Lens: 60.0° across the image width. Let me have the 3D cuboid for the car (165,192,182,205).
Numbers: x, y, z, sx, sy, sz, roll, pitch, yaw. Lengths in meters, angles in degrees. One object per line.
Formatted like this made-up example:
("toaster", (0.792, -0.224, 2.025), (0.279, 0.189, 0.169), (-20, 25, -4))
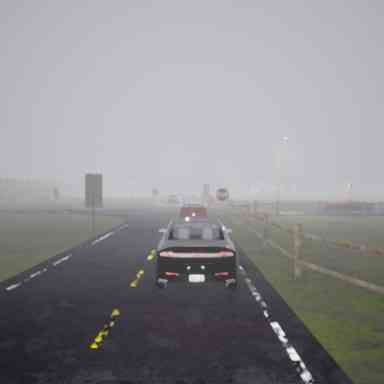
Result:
("car", (-2.836, 1.118, 50.026), (1.837, 1.490, 4.892), (0, 0, 0))

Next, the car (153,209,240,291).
("car", (0.097, 1.423, 8.814), (2.128, 1.511, 4.902), (0, 0, 0))

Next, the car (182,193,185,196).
("car", (-2.745, 1.083, 67.037), (1.895, 1.301, 4.718), (0, 0, 0))

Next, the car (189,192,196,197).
("car", (0.006, 0.668, 88.752), (1.812, 1.442, 4.674), (0, 0, 0))

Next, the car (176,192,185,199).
("car", (-2.744, 0.853, 79.845), (1.882, 1.535, 5.008), (0, 0, 0))

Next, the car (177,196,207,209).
("car", (0.097, 1.290, 24.225), (1.882, 1.535, 5.008), (0, 1, 0))

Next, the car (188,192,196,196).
("car", (0.005, 0.978, 78.782), (1.895, 1.301, 4.718), (0, 0, 0))

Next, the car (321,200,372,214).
("car", (15.434, 1.478, 33.683), (4.718, 1.301, 1.895), (0, 1, 1))
